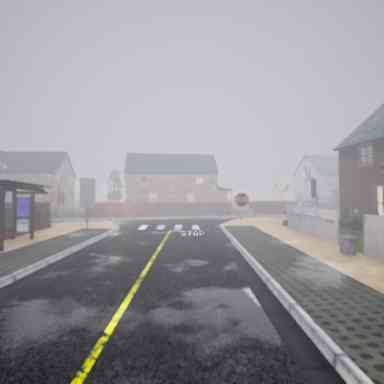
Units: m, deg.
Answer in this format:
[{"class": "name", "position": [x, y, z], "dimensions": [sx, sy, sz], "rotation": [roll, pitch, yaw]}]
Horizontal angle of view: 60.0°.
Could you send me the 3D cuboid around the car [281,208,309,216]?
[{"class": "car", "position": [10.495, 1.593, 29.397], "dimensions": [4.718, 1.301, 1.895], "rotation": [-1, -2, -10]}]
